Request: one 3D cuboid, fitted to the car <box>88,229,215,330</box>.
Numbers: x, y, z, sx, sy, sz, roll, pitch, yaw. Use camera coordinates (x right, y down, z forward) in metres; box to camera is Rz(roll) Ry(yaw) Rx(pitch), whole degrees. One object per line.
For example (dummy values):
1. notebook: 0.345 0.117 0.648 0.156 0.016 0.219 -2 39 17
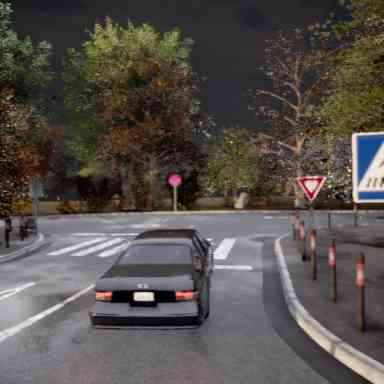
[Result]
1. car: -0.507 1.523 7.290 2.033 1.411 5.357 -1 1 4
